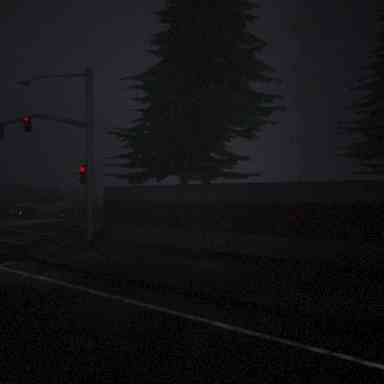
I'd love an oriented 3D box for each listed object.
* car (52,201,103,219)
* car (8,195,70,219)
[{"bbox_3d":[-9.964,1.702,30.556,1.895,1.301,4.718,0,0,35],"label":"car"},{"bbox_3d":[-13.945,1.344,30.984,2.150,2.045,5.566,0,0,35],"label":"car"}]
